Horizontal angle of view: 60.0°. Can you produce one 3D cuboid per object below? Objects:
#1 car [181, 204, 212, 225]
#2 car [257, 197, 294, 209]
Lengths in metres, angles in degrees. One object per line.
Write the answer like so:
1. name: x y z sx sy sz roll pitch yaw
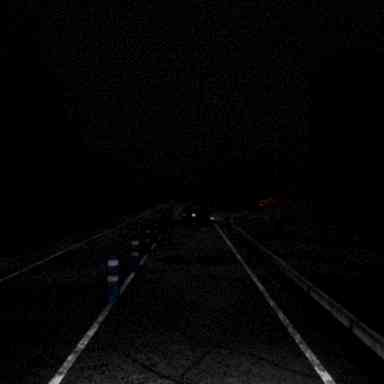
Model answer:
1. car: 0.398 1.555 24.565 2.033 1.411 5.357 0 1 6
2. car: 10.101 1.348 40.110 5.008 1.535 1.882 1 -7 -34
